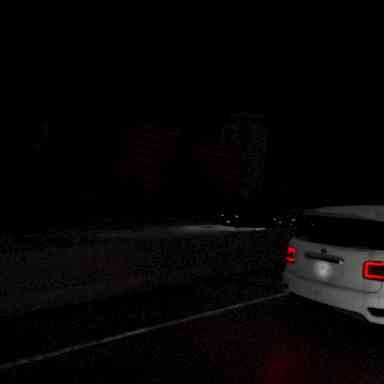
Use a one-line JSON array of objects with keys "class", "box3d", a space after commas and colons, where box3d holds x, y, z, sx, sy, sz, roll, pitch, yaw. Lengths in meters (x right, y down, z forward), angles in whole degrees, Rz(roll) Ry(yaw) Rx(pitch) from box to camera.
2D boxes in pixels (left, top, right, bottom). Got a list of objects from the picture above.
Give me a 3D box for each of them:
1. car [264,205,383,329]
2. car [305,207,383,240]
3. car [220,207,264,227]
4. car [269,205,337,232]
[{"class": "car", "box3d": [4.237, 1.286, 6.774, 5.566, 2.045, 2.150, 0, 0, -36]}, {"class": "car", "box3d": [8.700, 1.661, 18.810, 4.892, 1.490, 1.837, 0, 0, -36]}, {"class": "car", "box3d": [4.318, 1.754, 24.283, 4.718, 1.301, 1.895, 1, 0, -36]}, {"class": "car", "box3d": [7.492, 1.670, 22.247, 4.892, 1.490, 1.837, 0, 0, -36]}]
